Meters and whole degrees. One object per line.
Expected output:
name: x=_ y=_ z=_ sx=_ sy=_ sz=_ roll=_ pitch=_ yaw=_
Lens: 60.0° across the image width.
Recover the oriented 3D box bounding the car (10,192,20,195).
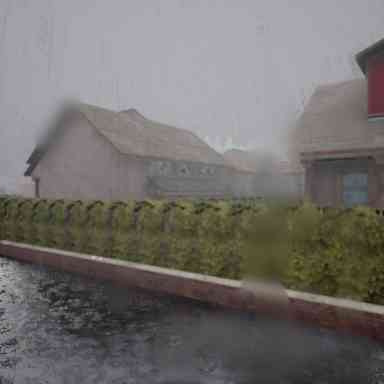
car: x=-39.046 y=0.904 z=74.099 sx=3.866 sy=1.878 sz=1.905 roll=0 pitch=0 yaw=36
